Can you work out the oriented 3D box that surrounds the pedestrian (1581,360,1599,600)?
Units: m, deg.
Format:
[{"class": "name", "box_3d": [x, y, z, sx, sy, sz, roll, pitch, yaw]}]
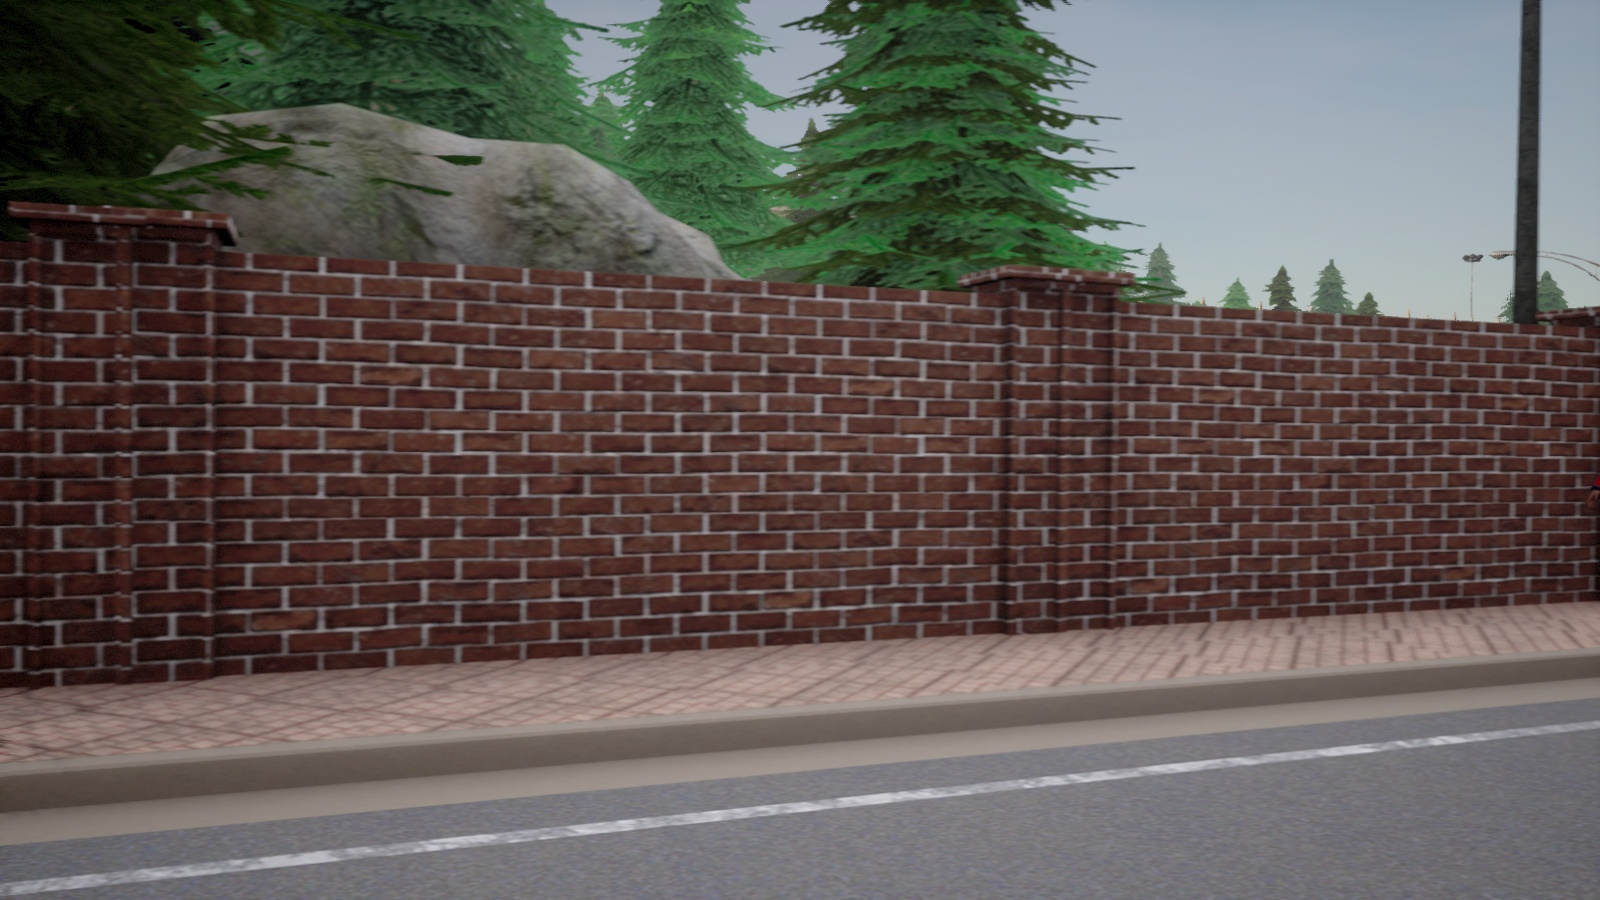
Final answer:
[{"class": "pedestrian", "box_3d": [6.613, 0.228, 9.650, 0.899, 1.844, 0.634, -1, 1, -22]}]
